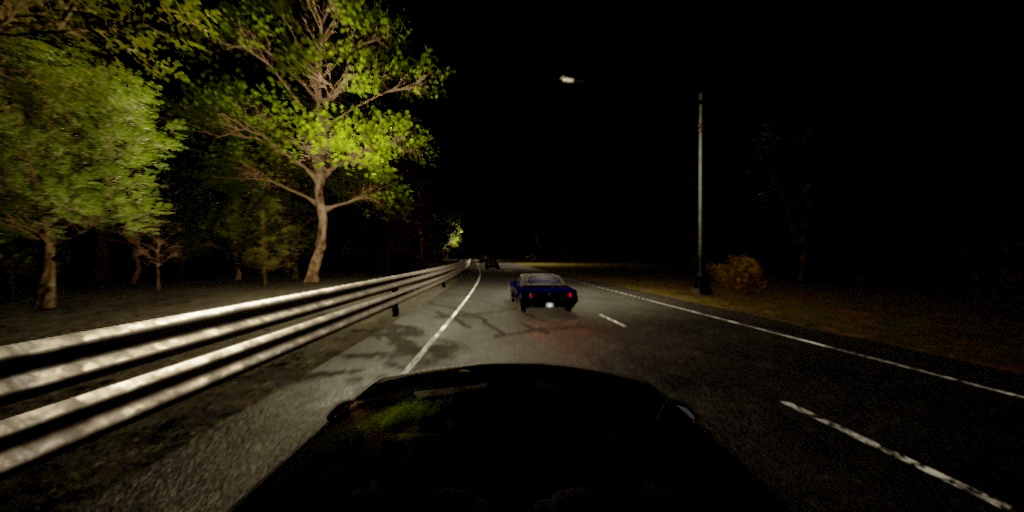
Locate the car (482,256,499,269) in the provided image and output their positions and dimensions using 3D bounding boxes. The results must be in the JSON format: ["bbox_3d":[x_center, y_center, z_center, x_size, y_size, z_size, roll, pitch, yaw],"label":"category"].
[{"bbox_3d":[-2.803,1.133,50.673,2.033,1.411,5.357,0,0,-6],"label":"car"}]

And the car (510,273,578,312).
[{"bbox_3d":[1.019,1.314,13.933,1.895,1.301,4.718,0,0,-6],"label":"car"}]
